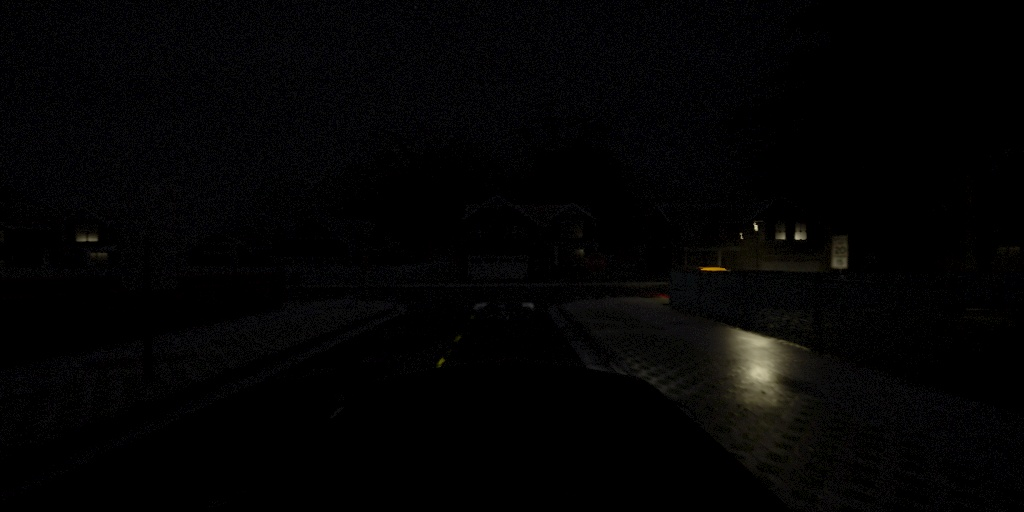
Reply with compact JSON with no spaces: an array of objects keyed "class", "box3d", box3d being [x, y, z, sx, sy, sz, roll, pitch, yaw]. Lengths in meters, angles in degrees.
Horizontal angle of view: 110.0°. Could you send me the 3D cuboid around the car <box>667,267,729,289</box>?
[{"class":"car","box3d":[11.350,1.381,20.091,5.008,1.535,1.882,-1,0,0]}]
